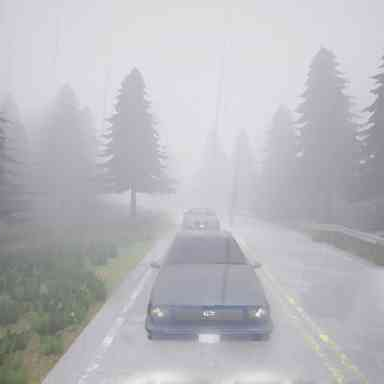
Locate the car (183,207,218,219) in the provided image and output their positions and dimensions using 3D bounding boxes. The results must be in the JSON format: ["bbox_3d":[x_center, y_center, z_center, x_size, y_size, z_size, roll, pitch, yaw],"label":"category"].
[{"bbox_3d":[0.461,1.584,19.165,1.994,1.385,4.181,0,0,-2],"label":"car"}]

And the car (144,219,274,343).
[{"bbox_3d":[0.277,1.557,7.080,2.033,1.411,5.357,0,0,1],"label":"car"}]
